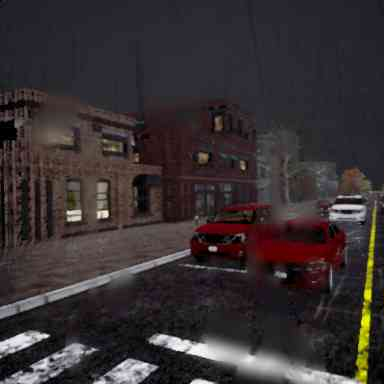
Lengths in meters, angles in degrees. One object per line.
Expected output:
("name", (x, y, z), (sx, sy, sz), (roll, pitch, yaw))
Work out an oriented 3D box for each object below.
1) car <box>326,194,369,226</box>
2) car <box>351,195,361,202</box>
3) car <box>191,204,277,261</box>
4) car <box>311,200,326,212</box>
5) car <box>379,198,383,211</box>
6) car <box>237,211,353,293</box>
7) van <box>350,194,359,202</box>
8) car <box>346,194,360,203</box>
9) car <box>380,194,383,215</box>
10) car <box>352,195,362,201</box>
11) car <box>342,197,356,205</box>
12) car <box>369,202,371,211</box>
("car", (11.637, 1.277, 24.604), (2.150, 2.045, 5.566), (-1, 0, 29))
("car", (39.571, 1.490, 80.240), (1.967, 1.590, 4.097), (-1, -1, 29))
("car", (1.852, 1.412, 12.336), (2.192, 1.841, 5.009), (-1, -1, 29))
("car", (12.630, 1.525, 31.736), (1.967, 1.590, 4.097), (-1, -1, 29))
("car", (25.265, 1.553, 42.755), (2.033, 1.411, 5.357), (-1, 0, 29))
("car", (3.208, 1.544, 9.459), (1.882, 1.535, 5.008), (-1, 0, 30))
("van", (36.874, 1.395, 75.391), (1.690, 1.788, 3.998), (-1, -1, 29))
("car", (34.180, 1.372, 70.540), (2.192, 1.841, 5.009), (-1, -1, 29))
("car", (20.318, 1.363, 33.757), (2.097, 1.767, 4.553), (-1, 0, 30))
("car", (42.267, 1.591, 85.090), (1.887, 1.381, 4.507), (-1, -1, 29))
("car", (28.797, 1.615, 60.837), (2.008, 1.369, 4.403), (-1, -1, 29))
("car", (20.171, 1.546, 39.763), (1.837, 1.490, 4.892), (-1, 0, 29))
